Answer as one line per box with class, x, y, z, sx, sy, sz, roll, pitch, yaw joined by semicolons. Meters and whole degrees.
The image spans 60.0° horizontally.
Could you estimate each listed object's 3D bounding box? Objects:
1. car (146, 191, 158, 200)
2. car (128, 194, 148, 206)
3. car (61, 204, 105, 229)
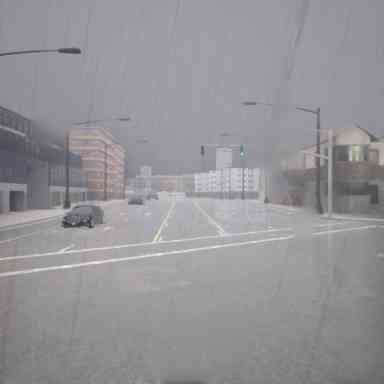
car;-8.786;0.812;73.570;2.150;2.045;5.566;0;0;-2
car;-7.946;1.319;47.856;1.994;1.385;4.181;0;1;-2
car;-7.110;1.622;22.163;1.837;1.490;4.892;0;0;-2
